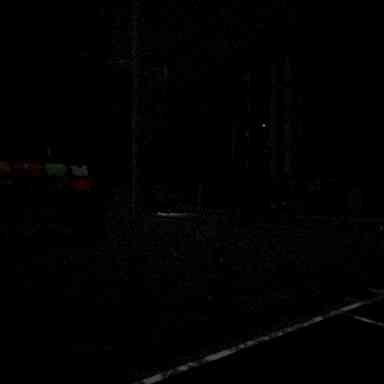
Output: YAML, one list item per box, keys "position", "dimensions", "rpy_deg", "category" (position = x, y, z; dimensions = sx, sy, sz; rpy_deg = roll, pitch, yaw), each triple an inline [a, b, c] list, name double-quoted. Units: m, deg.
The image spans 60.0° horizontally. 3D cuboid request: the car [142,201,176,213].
- position: [-3.964, 1.730, 39.163]
  dimensions: [2.033, 1.411, 5.357]
  rpy_deg: [0, 0, -35]
  category: "car"
